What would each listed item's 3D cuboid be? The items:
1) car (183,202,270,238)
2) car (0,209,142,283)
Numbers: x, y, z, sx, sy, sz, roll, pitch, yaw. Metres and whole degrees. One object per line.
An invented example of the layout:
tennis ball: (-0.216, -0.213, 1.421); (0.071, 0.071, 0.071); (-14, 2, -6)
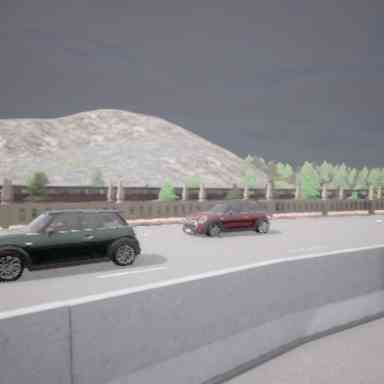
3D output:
car: (1.787, 1.309, 17.358); (4.553, 1.767, 2.097); (0, 0, -29)
car: (-3.852, 1.312, 9.662); (4.553, 1.767, 2.097); (0, 0, -34)
